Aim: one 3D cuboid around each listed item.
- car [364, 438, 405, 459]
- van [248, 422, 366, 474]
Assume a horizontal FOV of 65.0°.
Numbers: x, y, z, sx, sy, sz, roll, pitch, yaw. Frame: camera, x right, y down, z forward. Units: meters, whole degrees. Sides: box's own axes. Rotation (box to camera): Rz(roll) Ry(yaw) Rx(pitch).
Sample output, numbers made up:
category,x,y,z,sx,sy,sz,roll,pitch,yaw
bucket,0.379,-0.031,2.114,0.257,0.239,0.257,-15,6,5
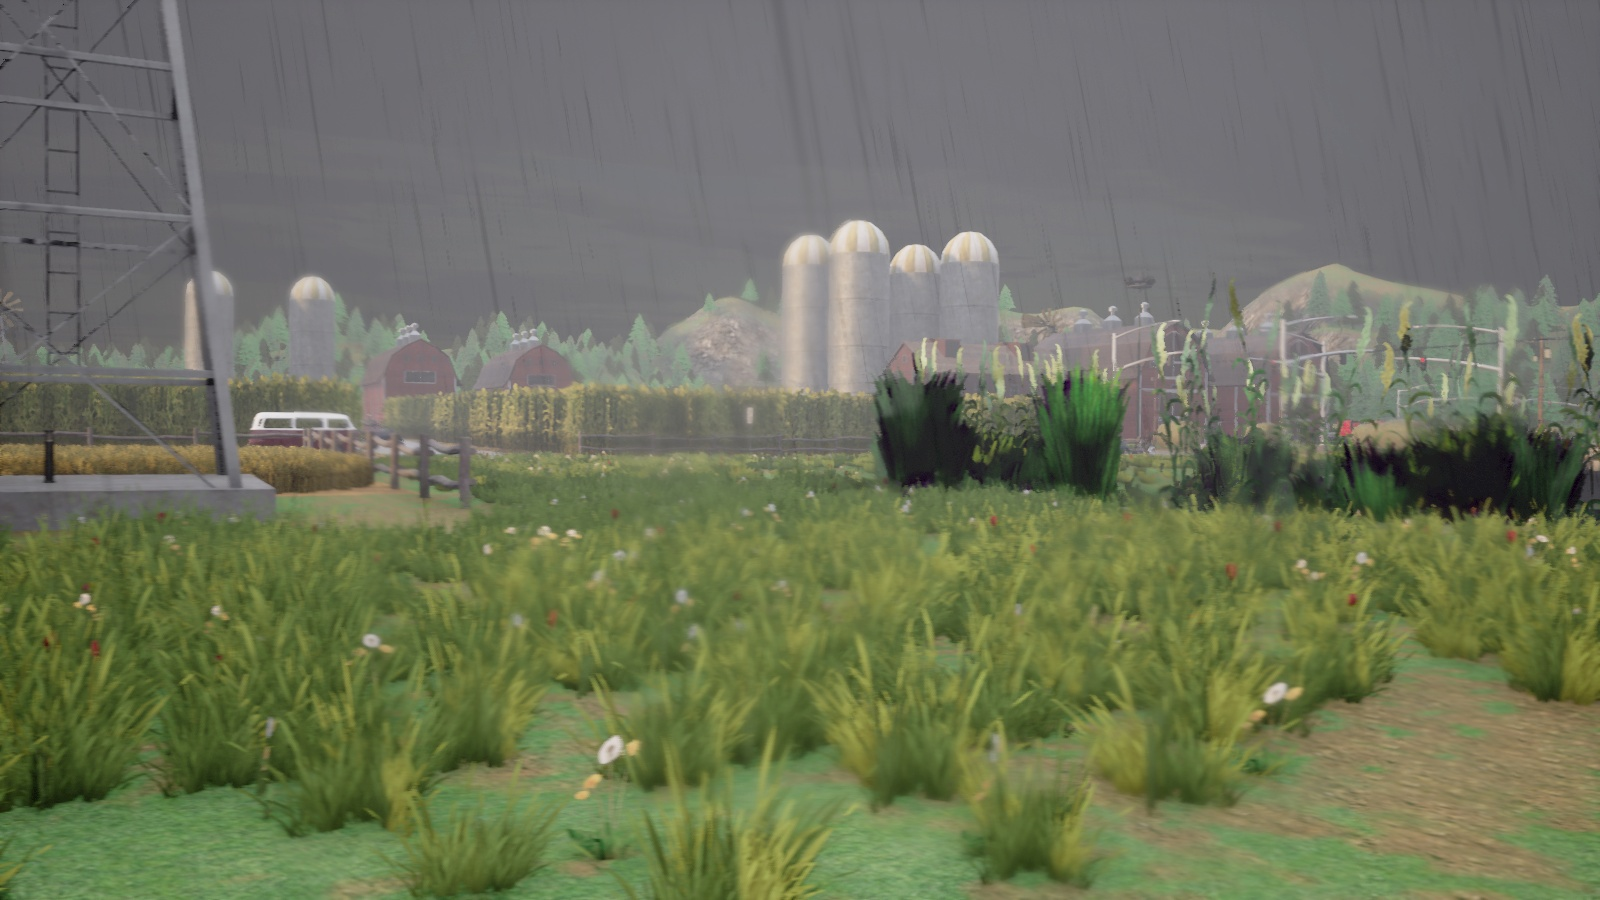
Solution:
category,x,y,z,sx,sy,sz,roll,pitch,yaw
car,-26.715,-0.128,80.662,1.895,1.301,4.718,-1,1,-26
van,-20.909,-0.116,53.267,4.480,2.038,2.069,-2,1,-26
